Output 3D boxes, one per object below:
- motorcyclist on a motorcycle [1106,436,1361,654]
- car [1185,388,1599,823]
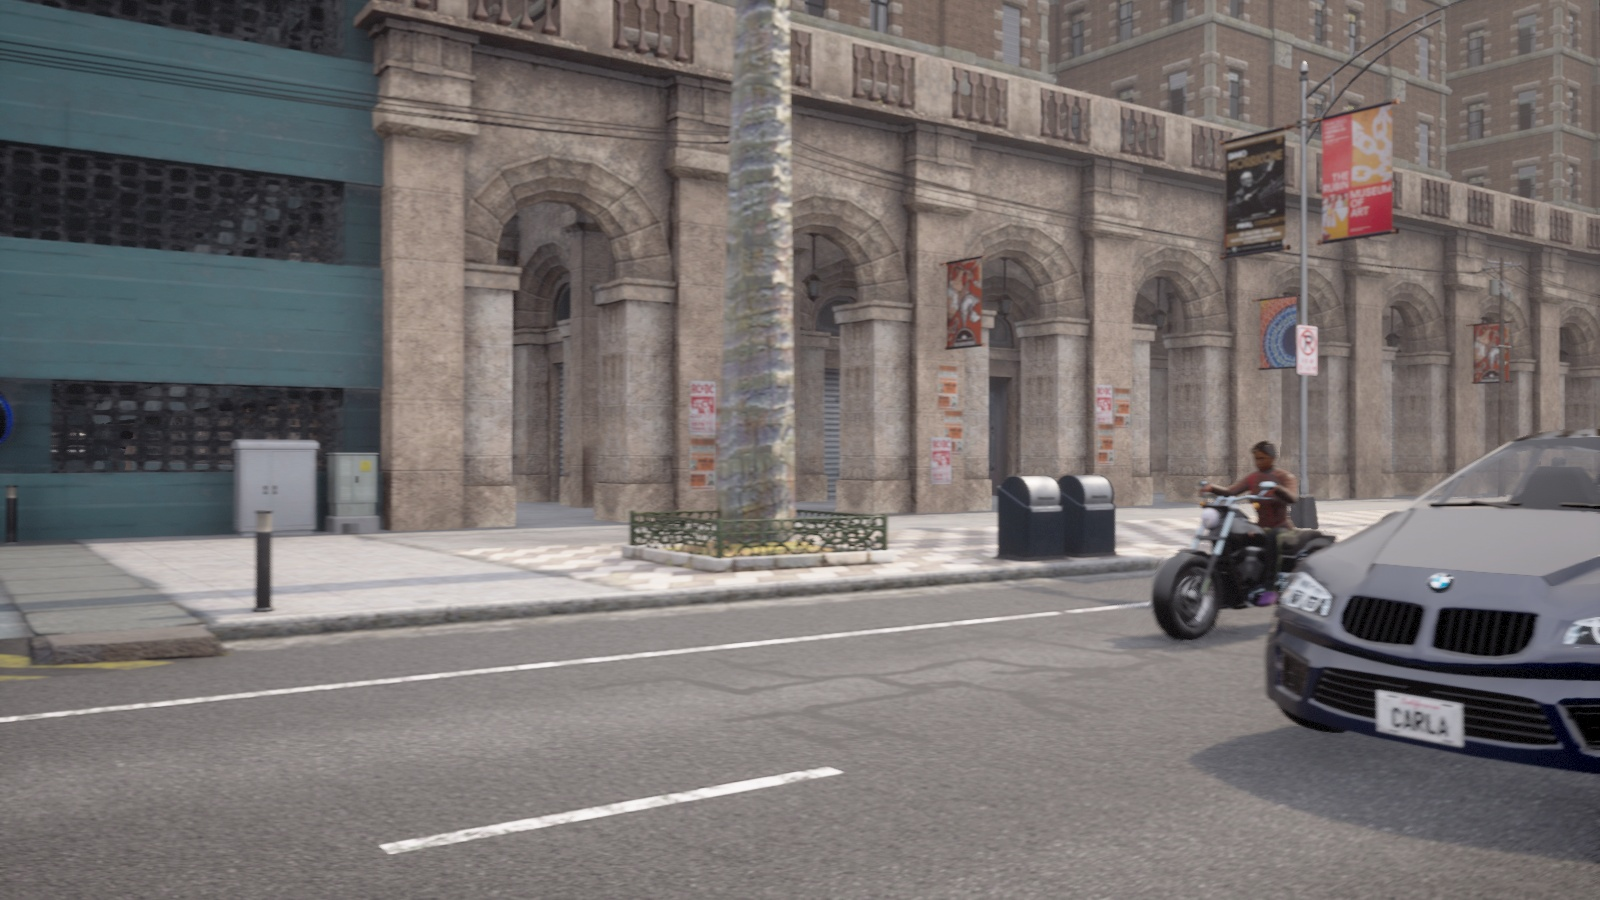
[{"bbox_3d":[3.649,0.713,10.464,2.350,1.649,0.766,0,0,-35],"label":"motorcyclist on a motorcycle"},{"bbox_3d":[4.495,0.596,6.788,4.611,1.667,2.242,0,0,-35],"label":"car"}]
